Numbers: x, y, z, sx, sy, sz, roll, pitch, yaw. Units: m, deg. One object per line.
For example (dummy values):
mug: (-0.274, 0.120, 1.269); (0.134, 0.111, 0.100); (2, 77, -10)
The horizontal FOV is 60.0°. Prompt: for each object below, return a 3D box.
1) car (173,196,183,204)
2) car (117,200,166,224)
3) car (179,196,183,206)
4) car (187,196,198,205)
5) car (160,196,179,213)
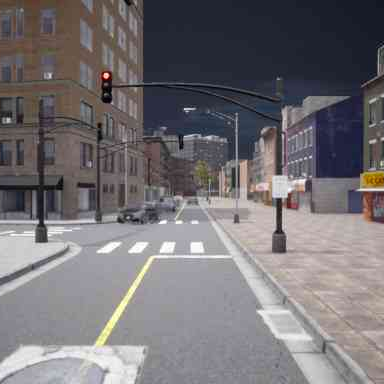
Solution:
car: (-2.730, 1.522, 67.008); (1.882, 1.535, 5.008); (0, 0, 0)
car: (-3.794, 1.567, 24.522); (1.994, 1.385, 4.181); (0, 0, 16)
car: (-2.828, 1.560, 51.190); (2.033, 1.411, 5.357); (0, 0, 0)
car: (0.118, 1.509, 59.158); (2.128, 1.511, 4.902); (0, 0, 0)
car: (-2.838, 1.358, 36.641); (2.097, 1.767, 4.553); (0, 0, 0)
